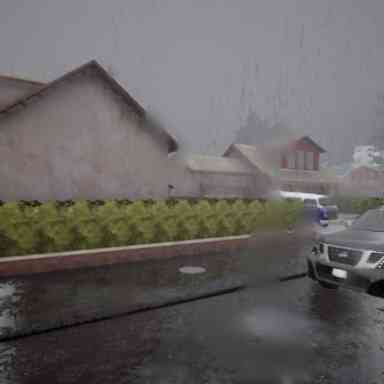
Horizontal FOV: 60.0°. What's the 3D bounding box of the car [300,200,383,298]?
[{"bbox_3d":[5.315,1.305,8.054,5.566,2.045,2.150,1,0,-31],"label":"car"}]
